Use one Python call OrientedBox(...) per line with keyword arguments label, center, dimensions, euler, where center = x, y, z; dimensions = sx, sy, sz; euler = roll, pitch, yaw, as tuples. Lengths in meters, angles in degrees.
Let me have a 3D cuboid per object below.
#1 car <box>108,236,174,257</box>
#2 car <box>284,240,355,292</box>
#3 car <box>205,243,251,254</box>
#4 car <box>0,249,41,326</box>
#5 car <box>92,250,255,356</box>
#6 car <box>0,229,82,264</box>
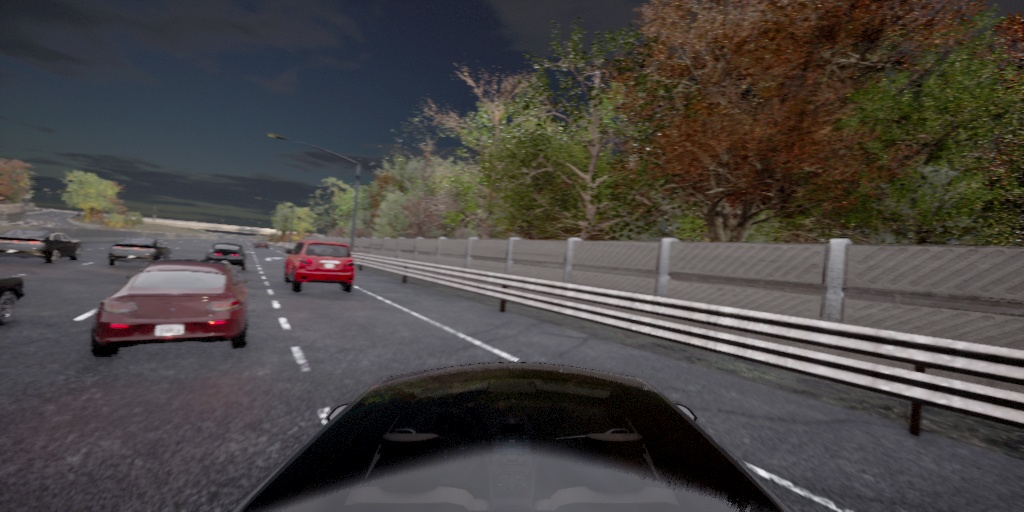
OrientedBox(label="car", center=(-19.584, -0.258, 19.084), dimensions=(2.128, 1.511, 4.902), euler=(5, 0, -37))
OrientedBox(label="car", center=(-8.539, 0.352, 15.786), dimensions=(2.150, 2.045, 5.566), euler=(5, 0, -37))
OrientedBox(label="car", center=(-16.811, -0.006, 21.202), dimensions=(1.837, 1.490, 4.892), euler=(5, 0, -37))
OrientedBox(label="car", center=(-8.975, 0.632, 4.791), dimensions=(1.895, 1.301, 4.718), euler=(5, 0, -37))
OrientedBox(label="car", center=(-6.251, 0.792, 6.985), dimensions=(1.812, 1.442, 4.674), euler=(5, 0, -37))
OrientedBox(label="car", center=(-22.385, -0.500, 16.995), dimensions=(2.128, 1.511, 4.902), euler=(5, 0, -37))
